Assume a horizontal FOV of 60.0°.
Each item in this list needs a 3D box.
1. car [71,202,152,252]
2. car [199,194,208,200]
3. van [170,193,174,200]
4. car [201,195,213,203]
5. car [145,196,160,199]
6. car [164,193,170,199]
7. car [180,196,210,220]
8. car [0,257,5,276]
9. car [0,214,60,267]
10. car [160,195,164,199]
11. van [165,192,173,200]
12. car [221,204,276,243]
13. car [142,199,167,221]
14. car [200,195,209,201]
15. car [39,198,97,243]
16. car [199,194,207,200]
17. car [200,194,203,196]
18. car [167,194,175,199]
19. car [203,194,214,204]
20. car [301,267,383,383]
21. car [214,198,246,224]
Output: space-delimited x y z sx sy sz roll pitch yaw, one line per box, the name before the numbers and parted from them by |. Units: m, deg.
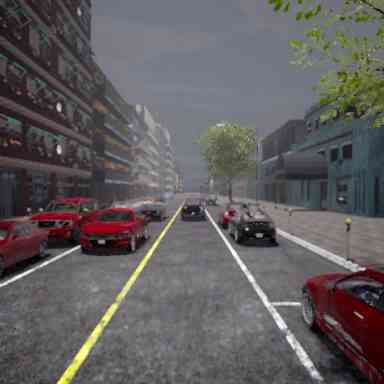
car | -3.042 1.409 13.784 1.882 1.535 5.008 0 0 1
car | 2.700 1.233 78.113 1.887 1.381 4.507 0 0 0
van | -5.682 1.030 78.117 1.690 1.788 3.998 0 0 0
car | 2.698 1.284 61.022 1.887 1.381 4.507 0 0 0
car | -5.686 1.330 43.766 1.752 1.417 4.829 0 0 0
car | -5.683 1.306 61.026 1.947 1.339 4.313 0 0 0
car | 0.092 1.364 26.994 2.128 1.511 4.902 0 0 0
car | -3.084 1.500 1.345 1.837 1.490 4.892 0 0 0
car | -5.691 1.532 9.756 1.802 1.307 4.206 0 0 0
car | -5.684 1.326 49.633 1.887 1.381 4.507 0 0 0
van | -5.681 1.015 83.813 1.690 1.788 3.998 0 0 0
car | 2.691 1.473 15.449 2.008 1.369 4.403 0 0 0
car | -3.050 1.479 25.469 1.895 1.301 4.718 0 0 1
car | 2.699 1.286 72.415 1.802 1.307 4.206 0 0 0
car | -5.690 1.238 15.451 2.192 1.841 5.009 0 0 0
car | 2.701 1.239 83.809 1.947 1.339 4.313 0 0 0
car | 0.107 1.355 46.843 1.994 1.385 4.181 0 0 0
car | -5.679 1.240 89.511 1.802 1.307 4.206 0 0 0
car | 2.696 1.331 49.630 2.008 1.369 4.403 0 0 0
car | 2.689 1.560 4.056 1.802 1.307 4.206 0 0 0
car | 2.692 1.337 21.146 1.967 1.590 4.097 0 0 0
